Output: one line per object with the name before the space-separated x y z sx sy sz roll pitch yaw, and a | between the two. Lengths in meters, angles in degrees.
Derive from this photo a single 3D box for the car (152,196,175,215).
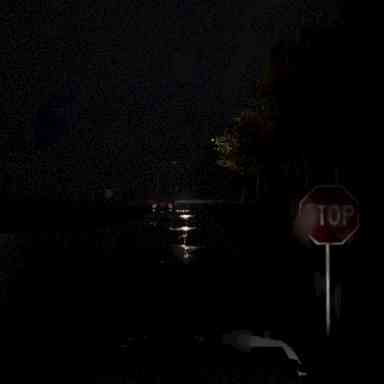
car | -2.789 1.270 33.411 2.097 1.767 4.553 0 0 0
